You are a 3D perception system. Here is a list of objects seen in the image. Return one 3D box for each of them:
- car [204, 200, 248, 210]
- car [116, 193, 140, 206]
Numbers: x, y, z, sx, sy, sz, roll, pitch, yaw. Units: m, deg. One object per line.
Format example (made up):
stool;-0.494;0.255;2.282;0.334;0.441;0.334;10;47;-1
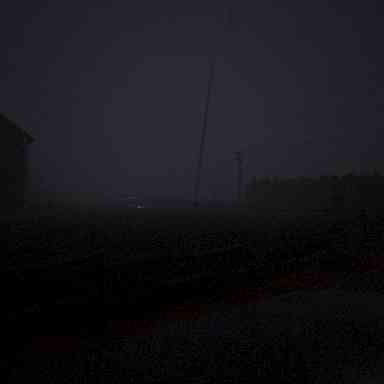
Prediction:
car;3.276;1.546;33.568;2.033;1.411;5.357;0;0;-35
car;-10.278;1.225;52.842;2.150;2.045;5.566;0;0;-35
